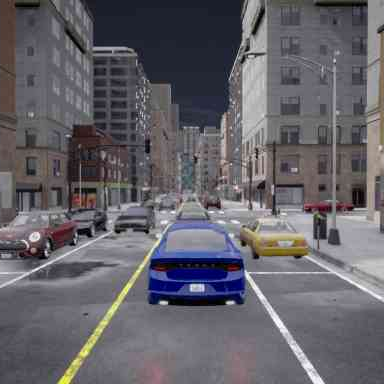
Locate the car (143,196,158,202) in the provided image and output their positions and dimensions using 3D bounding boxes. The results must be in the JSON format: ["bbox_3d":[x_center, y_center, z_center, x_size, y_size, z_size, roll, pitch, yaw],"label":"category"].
[{"bbox_3d":[-5.746,1.602,44.577,1.947,1.339,4.313,-1,0,0],"label":"car"}]

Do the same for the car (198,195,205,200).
[{"bbox_3d":[2.714,1.624,94.862,2.008,1.369,4.403,-1,0,0],"label":"car"}]

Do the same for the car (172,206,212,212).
[{"bbox_3d":[0.073,1.606,17.489,1.895,1.301,4.718,0,0,0],"label":"car"}]

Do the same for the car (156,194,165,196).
[{"bbox_3d":[-5.764,1.573,55.578,1.752,1.417,4.829,-1,0,0],"label":"car"}]

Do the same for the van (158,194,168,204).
[{"bbox_3d":[-5.783,1.399,66.920,1.690,1.788,3.998,-1,0,0],"label":"van"}]

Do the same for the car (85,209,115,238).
[{"bbox_3d":[-5.704,1.571,17.703,1.947,1.339,4.313,-1,0,0],"label":"car"}]

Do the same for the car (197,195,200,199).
[{"bbox_3d":[2.747,1.372,66.933,2.192,1.841,5.009,-1,0,0],"label":"car"}]

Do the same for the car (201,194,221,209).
[{"bbox_3d":[2.777,1.351,44.589,2.192,1.841,5.009,-1,0,0],"label":"car"}]

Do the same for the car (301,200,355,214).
[{"bbox_3d":[13.308,1.458,32.848,4.718,1.301,1.895,-1,1,-1],"label":"car"}]

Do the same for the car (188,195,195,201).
[{"bbox_3d":[-0.131,1.538,84.471,1.895,1.301,4.718,0,0,0],"label":"car"}]

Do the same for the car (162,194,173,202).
[{"bbox_3d":[-5.801,1.380,78.092,2.192,1.841,5.009,-1,0,0],"label":"car"}]

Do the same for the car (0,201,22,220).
[{"bbox_3d":[-18.073,1.665,29.486,5.008,1.535,1.882,-1,1,-1],"label":"car"}]

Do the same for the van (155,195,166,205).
[{"bbox_3d":[-5.775,1.394,61.334,1.690,1.788,3.998,-1,0,0],"label":"van"}]

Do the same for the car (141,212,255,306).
[{"bbox_3d":[0.084,1.478,8.126,1.882,1.535,5.008,0,0,0],"label":"car"}]

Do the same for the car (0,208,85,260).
[{"bbox_3d":[-5.696,1.442,12.207,1.967,1.590,4.097,-1,0,0],"label":"car"}]

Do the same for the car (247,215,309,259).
[{"bbox_3d":[2.829,1.527,12.391,1.752,1.417,4.829,-1,0,0],"label":"car"}]

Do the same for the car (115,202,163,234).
[{"bbox_3d":[-3.132,1.553,19.369,2.033,1.411,5.357,0,0,0],"label":"car"}]

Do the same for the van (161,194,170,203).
[{"bbox_3d":[-5.792,1.403,72.506,1.690,1.788,3.998,-1,0,0],"label":"van"}]

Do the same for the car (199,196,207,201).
[{"bbox_3d":[2.728,1.634,83.691,1.947,1.339,4.313,-1,0,0],"label":"car"}]

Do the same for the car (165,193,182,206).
[{"bbox_3d":[-3.173,1.400,55.882,2.097,1.767,4.553,0,0,0],"label":"car"}]

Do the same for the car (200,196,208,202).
[{"bbox_3d":[2.735,1.590,78.275,1.752,1.417,4.829,-1,0,0],"label":"car"}]

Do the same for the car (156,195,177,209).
[{"bbox_3d":[-3.084,1.537,41.305,1.837,1.490,4.892,0,0,-3],"label":"car"}]

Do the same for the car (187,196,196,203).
[{"bbox_3d":[-0.115,1.580,74.019,2.128,1.511,4.902,0,0,0],"label":"car"}]
